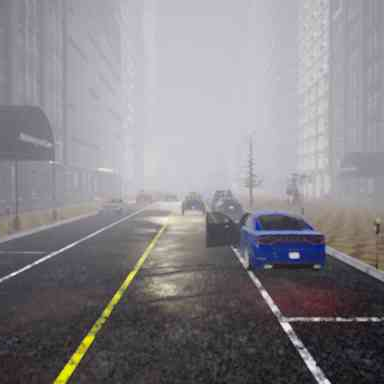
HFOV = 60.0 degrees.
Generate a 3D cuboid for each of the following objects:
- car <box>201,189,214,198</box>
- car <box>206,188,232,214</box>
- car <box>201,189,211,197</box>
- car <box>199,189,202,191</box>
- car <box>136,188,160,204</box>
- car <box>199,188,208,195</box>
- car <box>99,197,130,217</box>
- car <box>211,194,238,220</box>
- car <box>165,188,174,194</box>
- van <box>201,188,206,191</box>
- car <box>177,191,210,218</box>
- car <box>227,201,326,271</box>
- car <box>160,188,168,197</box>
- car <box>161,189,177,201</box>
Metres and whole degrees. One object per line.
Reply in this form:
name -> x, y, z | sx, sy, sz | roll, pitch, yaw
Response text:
car -> 2.691, 0.245, 58.057 | 1.967, 1.590, 4.097 | 0, 1, 0
car -> 2.693, 0.690, 30.364 | 2.192, 1.841, 5.009 | 0, 1, 0
car -> 2.690, 0.213, 63.767 | 1.752, 1.417, 4.829 | 0, 1, 0
car -> 0.098, 0.572, 46.341 | 1.812, 1.442, 4.674 | 0, 1, 0
car -> -5.688, 0.462, 41.439 | 2.192, 1.841, 5.009 | 0, 1, 0
car -> 2.689, -0.211, 80.210 | 1.967, 1.590, 4.097 | 0, 1, 0
car -> -5.688, 1.070, 24.830 | 1.802, 1.307, 4.206 | 0, 1, 0
car -> 2.692, 1.054, 24.831 | 1.947, 1.339, 4.313 | 0, 1, 0
car -> -5.692, -0.215, 85.749 | 2.008, 1.369, 4.403 | 0, 1, 0
van -> 2.691, 0.260, 52.517 | 1.690, 1.788, 3.998 | 0, 1, 0
car -> 0.098, 0.925, 27.531 | 2.128, 1.511, 4.902 | 0, 1, 0
car -> 2.361, 1.267, 10.157 | 1.882, 1.535, 5.008 | 0, 1, 0
car -> -5.690, 0.350, 58.059 | 1.887, 1.381, 4.507 | 0, 1, 0
car -> -3.005, 0.611, 48.060 | 1.895, 1.301, 4.718 | 0, 1, 0
